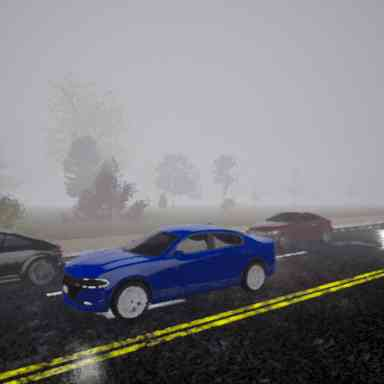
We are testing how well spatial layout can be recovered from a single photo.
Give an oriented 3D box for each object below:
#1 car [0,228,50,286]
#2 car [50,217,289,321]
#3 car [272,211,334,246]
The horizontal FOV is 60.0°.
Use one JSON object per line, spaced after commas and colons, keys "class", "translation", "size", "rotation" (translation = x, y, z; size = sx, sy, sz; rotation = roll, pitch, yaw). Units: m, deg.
{"class": "car", "translation": [-5.263, 1.571, 7.907], "size": [4.181, 1.385, 1.994], "rotation": [0, 0, -35]}
{"class": "car", "translation": [-0.255, 1.496, 7.482], "size": [5.008, 1.535, 1.882], "rotation": [0, 0, -35]}
{"class": "car", "translation": [4.440, 1.573, 14.807], "size": [4.674, 1.442, 1.812], "rotation": [0, 0, -35]}
